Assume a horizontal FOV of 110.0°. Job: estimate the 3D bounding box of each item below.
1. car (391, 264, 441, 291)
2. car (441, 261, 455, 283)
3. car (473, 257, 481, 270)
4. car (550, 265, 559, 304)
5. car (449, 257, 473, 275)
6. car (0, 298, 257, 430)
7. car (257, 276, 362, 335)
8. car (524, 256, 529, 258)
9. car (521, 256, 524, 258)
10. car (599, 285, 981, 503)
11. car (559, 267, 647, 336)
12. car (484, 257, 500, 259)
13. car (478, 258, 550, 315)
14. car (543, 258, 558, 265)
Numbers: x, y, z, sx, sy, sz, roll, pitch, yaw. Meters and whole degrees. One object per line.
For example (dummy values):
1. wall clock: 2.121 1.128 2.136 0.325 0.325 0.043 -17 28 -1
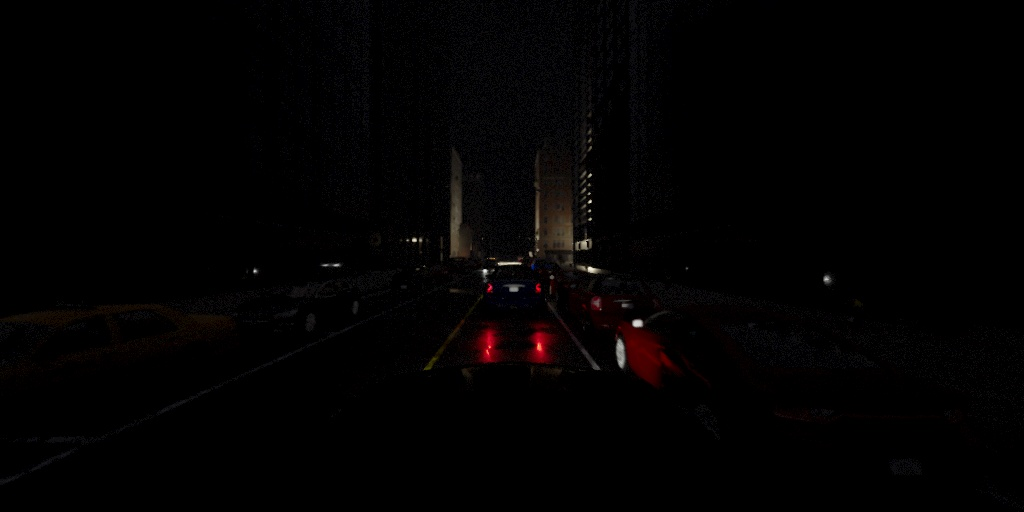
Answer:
1. car: -5.842 1.293 21.553 1.948 1.339 4.313 0 0 0
2. car: -5.837 1.266 27.177 1.888 1.381 4.507 0 0 0
3. car: -5.820 1.246 49.675 1.888 1.381 4.507 0 0 0
4. car: 2.680 1.278 15.915 1.888 1.381 4.507 0 0 0
5. car: -5.829 1.025 38.426 2.192 1.841 5.009 0 0 0
6. car: -5.855 1.272 4.509 1.751 1.417 4.829 0 0 0
7. car: -5.851 1.290 10.304 2.007 1.370 4.403 0 0 0
8. car: 2.697 1.024 38.411 2.192 1.841 5.009 0 0 0
9. car: 2.711 1.136 55.284 1.967 1.591 4.097 0 0 0
10. car: 2.671 1.291 4.666 1.888 1.381 4.507 0 0 0
11. car: 2.676 1.179 10.291 1.967 1.591 4.097 0 0 0
12. car: -3.040 1.204 51.466 1.837 1.490 4.892 0 0 0
13. car: 0.077 1.088 13.643 2.097 1.767 4.553 0 0 0
14. car: 2.689 1.160 27.163 1.967 1.591 4.097 0 0 0
